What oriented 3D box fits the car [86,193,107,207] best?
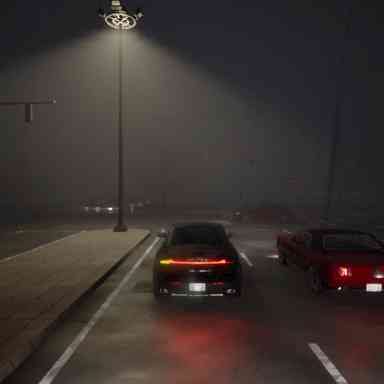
[{"bbox_3d":[-14.758,1.219,51.902,2.150,2.045,5.566,0,0,0],"label":"car"}]

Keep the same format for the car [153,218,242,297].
[{"bbox_3d":[0.127,1.505,8.547,1.837,1.490,4.892,0,0,1],"label":"car"}]

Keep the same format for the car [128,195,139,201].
[{"bbox_3d":[-14.454,1.514,82.302,1.812,1.442,4.674,0,0,1],"label":"car"}]

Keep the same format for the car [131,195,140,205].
[{"bbox_3d":[-11.183,1.503,60.362,1.837,1.490,4.892,0,0,1],"label":"car"}]

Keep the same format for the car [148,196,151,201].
[{"bbox_3d":[-10.987,1.549,79.187,1.994,1.385,4.181,0,0,0],"label":"car"}]

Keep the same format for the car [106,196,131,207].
[{"bbox_3d":[-11.265,1.599,51.352,1.895,1.301,4.718,0,0,0],"label":"car"}]

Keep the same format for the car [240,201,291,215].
[{"bbox_3d":[7.498,1.599,33.955,4.718,1.301,1.895,0,0,30],"label":"car"}]

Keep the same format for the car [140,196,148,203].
[{"bbox_3d":[-11.055,1.593,69.336,1.895,1.301,4.718,0,0,0],"label":"car"}]

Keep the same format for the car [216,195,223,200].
[{"bbox_3d":[7.861,1.549,94.691,1.994,1.385,4.181,0,0,2],"label":"car"}]

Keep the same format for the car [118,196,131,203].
[{"bbox_3d":[-14.537,1.550,72.098,1.994,1.385,4.181,0,0,0],"label":"car"}]

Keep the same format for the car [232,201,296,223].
[{"bbox_3d":[5.305,1.525,24.744,4.674,1.442,1.812,0,0,-2],"label":"car"}]

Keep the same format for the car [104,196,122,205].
[{"bbox_3d":[-14.650,1.545,62.151,2.033,1.411,5.357,0,0,1],"label":"car"}]

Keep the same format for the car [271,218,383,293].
[{"bbox_3d":[3.630,1.601,8.791,1.895,1.301,4.718,0,0,1],"label":"car"}]
